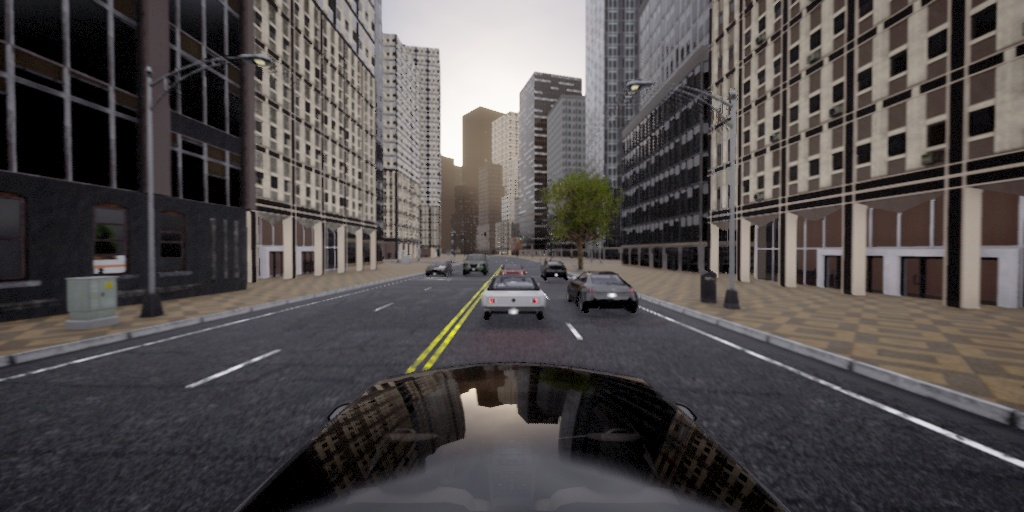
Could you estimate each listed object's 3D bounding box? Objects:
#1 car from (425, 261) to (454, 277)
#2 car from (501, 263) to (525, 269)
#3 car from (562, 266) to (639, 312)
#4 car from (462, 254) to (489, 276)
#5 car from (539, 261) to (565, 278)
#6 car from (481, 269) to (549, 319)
[{"bbox_3d":[-6.615,1.138,33.308,2.033,1.411,5.357,0,0,0],"label":"car"},{"bbox_3d":[0.054,1.223,27.487,1.895,1.301,4.718,0,0,0],"label":"car"},{"bbox_3d":[3.319,1.256,13.839,1.994,1.385,4.181,0,0,0],"label":"car"},{"bbox_3d":[-3.352,0.810,34.094,2.150,2.045,5.566,0,0,0],"label":"car"},{"bbox_3d":[3.312,1.121,29.029,1.837,1.490,4.892,0,1,0],"label":"car"},{"bbox_3d":[0.059,1.300,12.485,1.895,1.301,4.718,0,0,0],"label":"car"}]
